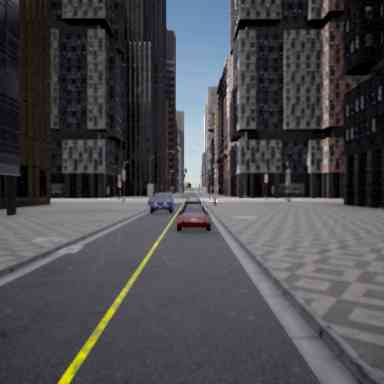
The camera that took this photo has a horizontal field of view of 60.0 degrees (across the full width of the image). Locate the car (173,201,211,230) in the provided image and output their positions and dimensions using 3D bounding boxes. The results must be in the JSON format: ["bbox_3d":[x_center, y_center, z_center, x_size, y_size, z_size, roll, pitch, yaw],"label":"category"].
[{"bbox_3d":[0.106,1.477,20.327,1.994,1.385,4.181,0,0,0],"label":"car"}]

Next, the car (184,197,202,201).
[{"bbox_3d":[0.115,1.320,37.486,1.882,1.535,5.008,0,0,0],"label":"car"}]

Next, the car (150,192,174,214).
[{"bbox_3d":[-2.989,1.071,34.175,2.150,2.045,5.566,0,0,0],"label":"car"}]
